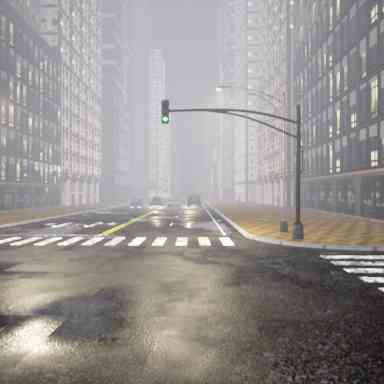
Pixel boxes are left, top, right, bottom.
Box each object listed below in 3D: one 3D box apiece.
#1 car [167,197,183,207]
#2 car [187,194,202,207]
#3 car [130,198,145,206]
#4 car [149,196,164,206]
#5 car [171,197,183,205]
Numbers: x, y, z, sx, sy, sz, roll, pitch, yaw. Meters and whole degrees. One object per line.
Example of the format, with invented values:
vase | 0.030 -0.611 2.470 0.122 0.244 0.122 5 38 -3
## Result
car | -2.883 1.768 53.487 1.895 1.301 4.718 0 0 0
car | 0.367 1.388 53.466 2.150 2.045 5.566 0 0 0
car | -9.354 1.734 57.670 2.033 1.411 5.357 0 0 0
car | -6.104 1.539 57.679 2.097 1.767 4.553 0 0 0
car | -2.814 1.709 63.458 2.128 1.511 4.902 0 0 0
